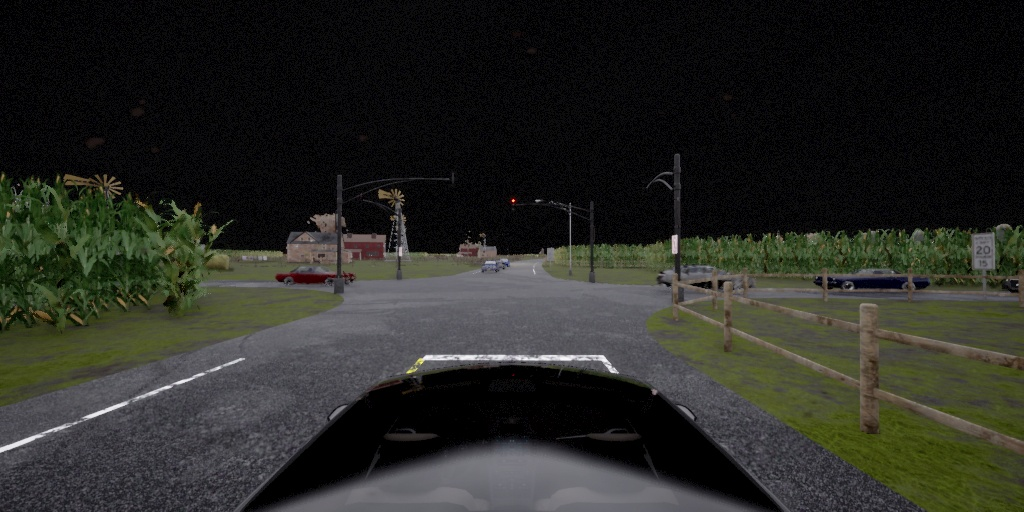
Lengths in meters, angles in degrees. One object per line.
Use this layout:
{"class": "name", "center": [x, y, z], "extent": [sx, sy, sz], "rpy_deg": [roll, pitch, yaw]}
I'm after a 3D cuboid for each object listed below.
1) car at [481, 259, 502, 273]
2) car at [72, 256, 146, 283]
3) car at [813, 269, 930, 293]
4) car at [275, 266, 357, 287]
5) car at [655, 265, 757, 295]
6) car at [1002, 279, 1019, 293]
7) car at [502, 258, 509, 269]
{"class": "car", "center": [-2.595, 1.271, 43.910], "extent": [1.812, 1.442, 4.674], "rpy_deg": [0, 0, 3]}
{"class": "car", "center": [-29.433, 0.916, 26.146], "extent": [5.566, 2.045, 2.150], "rpy_deg": [1, -1, 9]}
{"class": "car", "center": [20.381, 1.401, 20.577], "extent": [4.718, 1.301, 1.895], "rpy_deg": [0, -1, 9]}
{"class": "car", "center": [-12.706, 1.320, 23.439], "extent": [4.718, 1.301, 1.895], "rpy_deg": [0, -1, 9]}
{"class": "car", "center": [10.445, 1.242, 19.521], "extent": [4.902, 1.511, 2.128], "rpy_deg": [0, -1, 10]}
{"class": "car", "center": [29.349, 1.377, 19.028], "extent": [4.181, 1.385, 1.994], "rpy_deg": [0, -1, 10]}
{"class": "car", "center": [-2.065, 1.303, 53.917], "extent": [1.994, 1.385, 4.181], "rpy_deg": [0, 0, 5]}
